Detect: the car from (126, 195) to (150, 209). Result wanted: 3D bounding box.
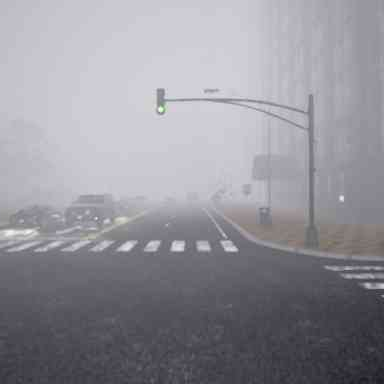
[{"bbox_3d":[-6.586,1.225,41.846,2.097,1.767,4.553,0,0,0],"label":"car"}]

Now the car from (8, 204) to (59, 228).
[{"bbox_3d":[-9.848,1.481,21.240,1.994,1.385,4.181,0,0,0],"label":"car"}]

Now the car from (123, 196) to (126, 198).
[{"bbox_3d":[-9.834,1.439,40.417,1.994,1.385,4.181,0,0,1],"label":"car"}]

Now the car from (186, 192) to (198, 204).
[{"bbox_3d":[0.056,1.097,62.059,2.150,2.045,5.566,0,0,0],"label":"car"}]

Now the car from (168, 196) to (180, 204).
[{"bbox_3d":[-3.252,1.422,60.799,2.033,1.411,5.357,0,0,0],"label":"car"}]

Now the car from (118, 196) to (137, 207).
[{"bbox_3d":[-9.801,1.374,50.738,1.837,1.490,4.892,0,0,0],"label":"car"}]

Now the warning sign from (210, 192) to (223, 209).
[{"bbox_3d":[2.827,0.992,38.480,1.300,1.860,1.060,-1,-1,0],"label":"warning sign"}]

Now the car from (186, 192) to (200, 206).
[{"bbox_3d":[0.101,1.221,51.931,2.097,1.767,4.553,0,0,0],"label":"car"}]

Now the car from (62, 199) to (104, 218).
[{"bbox_3d":[-9.847,1.439,30.483,2.033,1.411,5.357,0,0,0],"label":"car"}]

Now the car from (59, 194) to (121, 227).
[{"bbox_3d":[-6.599,1.135,22.313,2.150,2.045,5.566,0,0,0],"label":"car"}]

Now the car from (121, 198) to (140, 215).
[{"bbox_3d":[-6.597,1.489,32.076,1.895,1.301,4.718,0,0,0],"label":"car"}]

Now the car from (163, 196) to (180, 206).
[{"bbox_3d":[-3.251,1.395,50.796,1.812,1.442,4.674,0,0,0],"label":"car"}]
